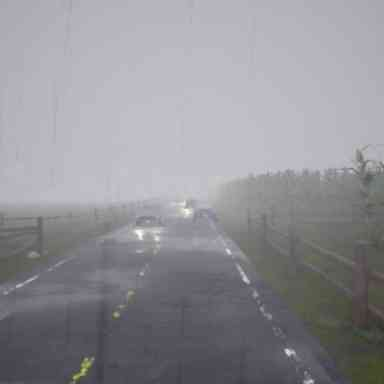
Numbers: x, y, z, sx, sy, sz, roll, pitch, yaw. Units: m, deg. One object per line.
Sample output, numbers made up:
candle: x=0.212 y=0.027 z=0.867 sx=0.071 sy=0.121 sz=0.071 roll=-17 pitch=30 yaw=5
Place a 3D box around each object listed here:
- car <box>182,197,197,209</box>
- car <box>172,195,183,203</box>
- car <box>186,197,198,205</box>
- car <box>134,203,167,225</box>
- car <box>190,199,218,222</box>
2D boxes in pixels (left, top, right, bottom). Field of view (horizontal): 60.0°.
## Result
car: x=0.024 y=1.485 z=45.678 sx=1.837 sy=1.490 sz=4.892 roll=0 pitch=0 yaw=0
car: x=-2.736 y=1.326 z=66.091 sx=2.097 sy=1.767 sz=4.553 roll=0 pitch=0 yaw=0
car: x=0.021 y=1.539 z=59.303 sx=1.994 sy=1.385 sz=4.181 roll=0 pitch=0 yaw=0
car: x=-2.843 y=1.535 z=23.977 sx=2.033 sy=1.411 sz=5.357 roll=0 pitch=0 yaw=0
car: x=0.971 y=1.513 z=25.912 sx=1.812 sy=1.442 sz=4.674 roll=0 pitch=0 yaw=0
